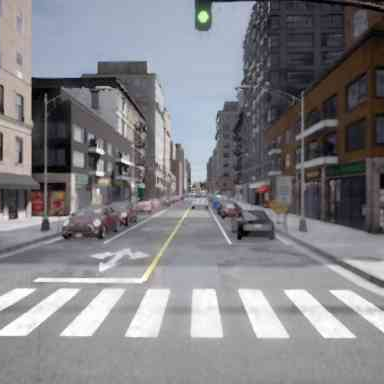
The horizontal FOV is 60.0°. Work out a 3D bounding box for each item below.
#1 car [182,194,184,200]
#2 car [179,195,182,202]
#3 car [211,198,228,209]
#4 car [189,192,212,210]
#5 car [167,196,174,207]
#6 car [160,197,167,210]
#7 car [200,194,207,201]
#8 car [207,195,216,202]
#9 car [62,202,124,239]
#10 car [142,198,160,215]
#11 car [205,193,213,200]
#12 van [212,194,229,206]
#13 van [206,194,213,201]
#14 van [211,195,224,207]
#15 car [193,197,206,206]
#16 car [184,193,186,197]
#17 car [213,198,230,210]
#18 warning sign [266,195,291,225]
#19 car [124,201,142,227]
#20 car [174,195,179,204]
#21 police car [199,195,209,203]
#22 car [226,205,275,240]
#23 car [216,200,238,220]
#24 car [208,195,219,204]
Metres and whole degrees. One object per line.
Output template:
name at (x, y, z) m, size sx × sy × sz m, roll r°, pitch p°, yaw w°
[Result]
car at (-3.558, 1.579, 77.597) m, size 1.802 × 1.307 × 4.206 m, roll 0°, pitch 0°, yaw 1°
car at (-3.693, 1.539, 72.087) m, size 1.887 × 1.381 × 4.507 m, roll 0°, pitch 0°, yaw 1°
car at (3.653, 1.531, 44.345) m, size 2.008 × 1.369 × 4.403 m, roll 0°, pitch 0°, yaw 1°
car at (1.092, 1.202, 43.765) m, size 2.150 × 2.045 × 5.566 m, roll 0°, pitch 0°, yaw 1°
car at (-4.234, 1.423, 50.050) m, size 1.967 × 1.590 × 4.097 m, roll 0°, pitch 0°, yaw 1°
car at (-4.504, 1.531, 39.032) m, size 2.008 × 1.369 × 4.403 m, roll 0°, pitch 0°, yaw 1°
car at (2.887, 1.457, 86.980) m, size 1.801 × 1.575 × 5.366 m, roll 0°, pitch 0°, yaw 1°
car at (4.464, 1.437, 77.400) m, size 1.967 × 1.590 × 4.097 m, roll 0°, pitch 0°, yaw 1°
car at (-5.044, 1.429, 16.996) m, size 1.967 × 1.590 × 4.097 m, roll 0°, pitch 0°, yaw 1°
car at (-4.639, 1.563, 33.523) m, size 1.802 × 1.307 × 4.206 m, roll 0°, pitch 0°, yaw 1°
car at (4.870, 1.319, 93.928) m, size 2.192 × 1.841 × 5.009 m, roll 0°, pitch 0°, yaw 1°
van at (3.518, 1.321, 38.835) m, size 1.690 × 1.788 × 3.998 m, roll 0°, pitch 0°, yaw 1°
van at (4.735, 1.343, 88.418) m, size 1.690 × 1.788 × 3.998 m, roll 0°, pitch 0°, yaw 1°
van at (3.788, 1.323, 49.853) m, size 1.690 × 1.788 × 3.998 m, roll 0°, pitch 0°, yaw 1°
car at (1.265, 1.532, 54.191) m, size 2.033 × 1.411 × 5.357 m, roll 0°, pitch 0°, yaw 1°
car at (-3.288, 1.547, 88.616) m, size 1.887 × 1.381 × 4.507 m, roll 0°, pitch 0°, yaw 1°
car at (3.383, 1.546, 33.327) m, size 1.947 × 1.339 × 4.313 m, roll 0°, pitch 0°, yaw 1°
warning sign at (5.379, 1.101, 20.708) m, size 1.300 × 1.860 × 1.060 m, roll 0°, pitch 0°, yaw 1°
car at (-4.909, 1.425, 22.505) m, size 1.967 × 1.590 × 4.097 m, roll 0°, pitch 0°, yaw 1°
car at (-3.964, 1.539, 61.068) m, size 2.008 × 1.369 × 4.403 m, roll 0°, pitch 0°, yaw 1°
police car at (2.493, 1.419, 70.904) m, size 1.930 × 1.638 × 5.238 m, roll 0°, pitch 0°, yaw 1°
car at (2.978, 1.554, 16.798) m, size 1.947 × 1.339 × 4.313 m, roll 0°, pitch 0°, yaw 1°
car at (3.248, 1.564, 27.818) m, size 1.802 × 1.307 × 4.206 m, roll 0°, pitch 0°, yaw 1°
car at (4.194, 1.431, 66.381) m, size 1.967 × 1.590 × 4.097 m, roll 0°, pitch 0°, yaw 1°
